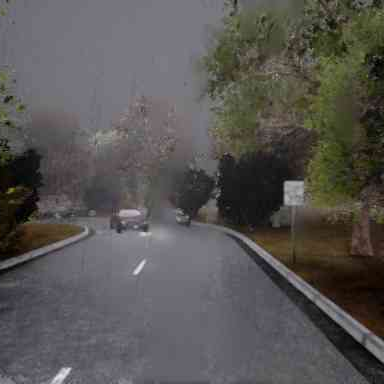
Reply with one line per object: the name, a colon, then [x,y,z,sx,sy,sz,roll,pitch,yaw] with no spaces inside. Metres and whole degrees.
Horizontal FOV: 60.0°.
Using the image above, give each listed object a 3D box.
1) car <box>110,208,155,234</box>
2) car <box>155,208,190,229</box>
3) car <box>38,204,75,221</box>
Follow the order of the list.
car: [-4.049,1.755,21.227,1.812,1.442,4.674,1,-1,-22]
car: [-1.657,1.849,24.077,1.994,1.385,4.181,1,-1,-21]
car: [-13.890,1.987,32.230,4.892,1.490,1.837,0,-2,7]
